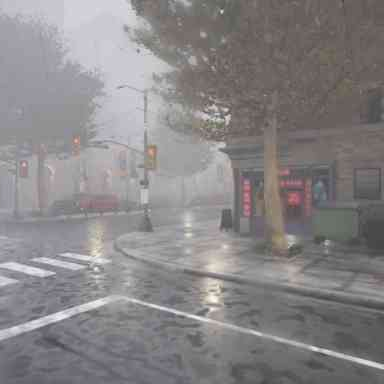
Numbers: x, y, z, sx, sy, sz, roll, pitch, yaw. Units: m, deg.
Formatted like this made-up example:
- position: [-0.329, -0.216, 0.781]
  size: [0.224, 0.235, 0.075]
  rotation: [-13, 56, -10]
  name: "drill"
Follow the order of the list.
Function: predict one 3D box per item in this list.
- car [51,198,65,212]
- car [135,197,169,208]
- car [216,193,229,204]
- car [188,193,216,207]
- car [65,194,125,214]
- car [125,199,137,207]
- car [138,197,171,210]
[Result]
- position: [-13.281, 1.239, 38.281]
  size: [2.150, 2.045, 5.566]
  rotation: [0, 0, 36]
  name: "car"
- position: [-5.756, 1.509, 48.695]
  size: [2.128, 1.511, 4.902]
  rotation: [0, 0, 36]
  name: "car"
- position: [5.061, 1.244, 63.539]
  size: [2.150, 2.045, 5.566]
  rotation: [0, 0, 36]
  name: "car"
- position: [1.374, 1.368, 52.570]
  size: [2.097, 1.767, 4.553]
  rotation: [0, 0, 35]
  name: "car"
- position: [-10.444, 1.237, 36.233]
  size: [2.150, 2.045, 5.566]
  rotation: [0, 0, 36]
  name: "car"
- position: [-10.202, 1.614, 47.924]
  size: [1.895, 1.301, 4.718]
  rotation: [0, 0, 36]
  name: "car"
- position: [-4.695, 1.542, 44.188]
  size: [1.812, 1.442, 4.674]
  rotation: [0, 0, 36]
  name: "car"
